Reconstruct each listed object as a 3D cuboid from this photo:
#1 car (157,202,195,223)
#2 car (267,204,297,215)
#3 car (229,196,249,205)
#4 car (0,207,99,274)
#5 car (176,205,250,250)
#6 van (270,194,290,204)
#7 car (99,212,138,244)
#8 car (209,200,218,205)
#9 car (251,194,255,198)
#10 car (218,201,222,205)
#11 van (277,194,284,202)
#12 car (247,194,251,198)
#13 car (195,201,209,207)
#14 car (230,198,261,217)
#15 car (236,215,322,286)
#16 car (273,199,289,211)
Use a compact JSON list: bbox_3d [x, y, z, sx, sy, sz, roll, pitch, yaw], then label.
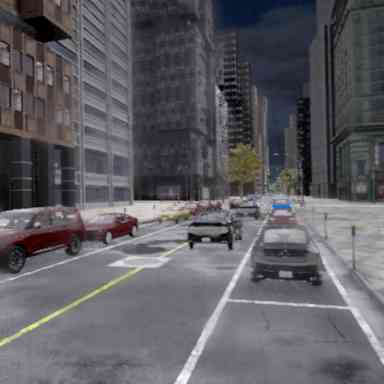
[{"bbox_3d":[-1.473,1.720,27.420,1.752,1.417,4.829,-1,0,15],"label":"car"},{"bbox_3d":[5.418,1.604,20.043,1.802,1.307,4.206,-1,0,15],"label":"car"},{"bbox_3d":[6.406,1.645,46.421,1.882,1.535,5.008,-1,-1,15],"label":"car"},{"bbox_3d":[-5.663,1.491,11.558,2.192,1.841,5.009,-1,0,15],"label":"car"},{"bbox_3d":[1.154,1.561,14.748,2.128,1.511,4.902,-1,0,15],"label":"car"},{"bbox_3d":[8.238,1.376,30.728,1.690,1.788,3.998,-1,0,15],"label":"van"},{"bbox_3d":[-4.250,1.727,16.899,1.887,1.381,4.507,-1,0,15],"label":"car"},{"bbox_3d":[1.390,1.753,38.269,1.887,1.381,4.507,-1,0,15],"label":"car"},{"bbox_3d":[15.248,1.845,90.666,1.887,1.381,4.507,-1,0,15],"label":"car"},{"bbox_3d":[2.800,1.760,43.611,1.887,1.381,4.507,-1,0,15],"label":"car"},{"bbox_3d":[22.162,1.464,83.480,1.690,1.788,3.998,-1,0,15],"label":"van"},{"bbox_3d":[12.496,1.804,80.274,1.752,1.417,4.829,-1,0,15],"label":"car"},{"bbox_3d":[-0.020,1.746,32.927,1.887,1.381,4.507,-1,0,15],"label":"car"},{"bbox_3d":[4.984,1.579,29.246,2.128,1.511,4.902,-1,0,15],"label":"car"},{"bbox_3d":[2.594,1.560,9.360,2.008,1.369,4.403,-1,0,15],"label":"car"},{"bbox_3d":[11.065,1.593,41.409,1.887,1.381,4.507,-1,0,15],"label":"car"}]
